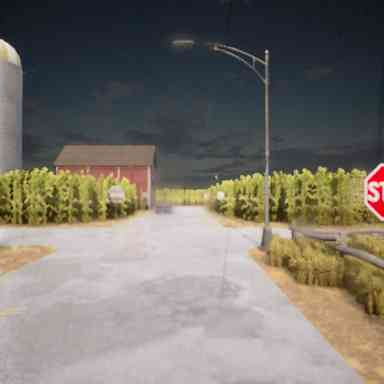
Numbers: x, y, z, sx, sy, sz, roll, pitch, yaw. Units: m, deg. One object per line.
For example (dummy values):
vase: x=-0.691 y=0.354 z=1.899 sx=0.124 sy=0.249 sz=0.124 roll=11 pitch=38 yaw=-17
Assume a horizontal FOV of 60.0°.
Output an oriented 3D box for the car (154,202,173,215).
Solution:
car: x=-3.106 y=1.856 z=37.795 sx=2.033 sy=1.411 sz=5.357 roll=0 pitch=-1 yaw=0
